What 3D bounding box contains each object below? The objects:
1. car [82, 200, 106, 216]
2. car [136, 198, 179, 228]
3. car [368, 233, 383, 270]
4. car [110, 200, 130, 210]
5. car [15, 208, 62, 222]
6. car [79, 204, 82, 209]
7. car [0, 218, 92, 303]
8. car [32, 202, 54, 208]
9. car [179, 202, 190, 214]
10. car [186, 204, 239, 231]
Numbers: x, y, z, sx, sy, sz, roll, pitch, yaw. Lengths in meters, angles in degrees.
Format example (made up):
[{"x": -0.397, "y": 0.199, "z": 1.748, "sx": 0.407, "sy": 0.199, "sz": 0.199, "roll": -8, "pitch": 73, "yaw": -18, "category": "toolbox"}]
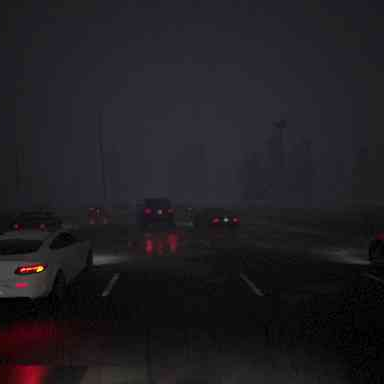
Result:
[{"x": -10.823, "y": 1.893, "z": 37.149, "sx": 1.812, "sy": 1.442, "sz": 4.674, "roll": 0, "pitch": -1, "yaw": -23, "category": "car"}, {"x": -2.769, "y": 1.453, "z": 24.268, "sx": 2.150, "sy": 2.045, "sz": 5.566, "roll": 0, "pitch": -1, "yaw": -15, "category": "car"}, {"x": 6.687, "y": 1.420, "z": 8.593, "sx": 2.097, "sy": 1.767, "sz": 4.553, "roll": 0, "pitch": -1, "yaw": -4, "category": "car"}, {"x": -11.210, "y": 2.033, "z": 52.087, "sx": 1.812, "sy": 1.442, "sz": 4.674, "roll": 1, "pitch": -1, "yaw": -35, "category": "car"}, {"x": -8.749, "y": 1.797, "z": 19.094, "sx": 1.895, "sy": 1.301, "sz": 4.718, "roll": 0, "pitch": -1, "yaw": -12, "category": "car"}, {"x": -16.109, "y": 2.045, "z": 52.358, "sx": 1.812, "sy": 1.442, "sz": 4.674, "roll": 1, "pitch": -1, "yaw": -42, "category": "car"}, {"x": -3.783, "y": 1.611, "z": 8.214, "sx": 1.812, "sy": 1.442, "sz": 4.674, "roll": 0, "pitch": -1, "yaw": -5, "category": "car"}, {"x": -21.481, "y": 2.053, "z": 47.971, "sx": 1.994, "sy": 1.385, "sz": 4.181, "roll": 1, "pitch": -1, "yaw": -42, "category": "car"}, {"x": -1.053, "y": 1.947, "z": 40.975, "sx": 1.994, "sy": 1.385, "sz": 4.181, "roll": 0, "pitch": -1, "yaw": -23, "category": "car"}, {"x": 1.408, "y": 1.752, "z": 22.243, "sx": 2.033, "sy": 1.411, "sz": 5.357, "roll": 0, "pitch": -1, "yaw": -14, "category": "car"}]
